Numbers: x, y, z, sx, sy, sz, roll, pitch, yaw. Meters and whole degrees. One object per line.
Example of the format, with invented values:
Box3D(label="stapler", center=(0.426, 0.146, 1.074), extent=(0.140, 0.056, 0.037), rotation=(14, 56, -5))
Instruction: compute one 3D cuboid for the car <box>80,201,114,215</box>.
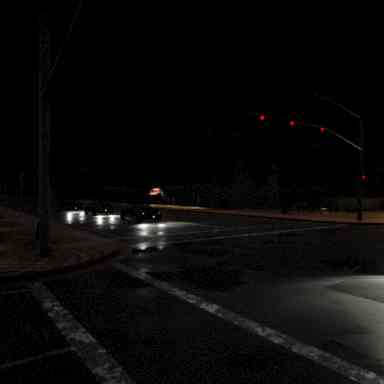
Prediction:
Box3D(label="car", center=(-9.369, 1.564, 33.409), extent=(1.994, 1.385, 4.181), rotation=(0, 0, -35))

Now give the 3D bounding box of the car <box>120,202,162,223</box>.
Box3D(label="car", center=(-4.143, 1.526, 26.089), extent=(1.812, 1.442, 4.674), rotation=(0, 0, -36))

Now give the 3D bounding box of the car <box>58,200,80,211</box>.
Box3D(label="car", center=(-15.203, 1.601, 41.621), extent=(1.895, 1.301, 4.718), rotation=(0, 0, -35))
